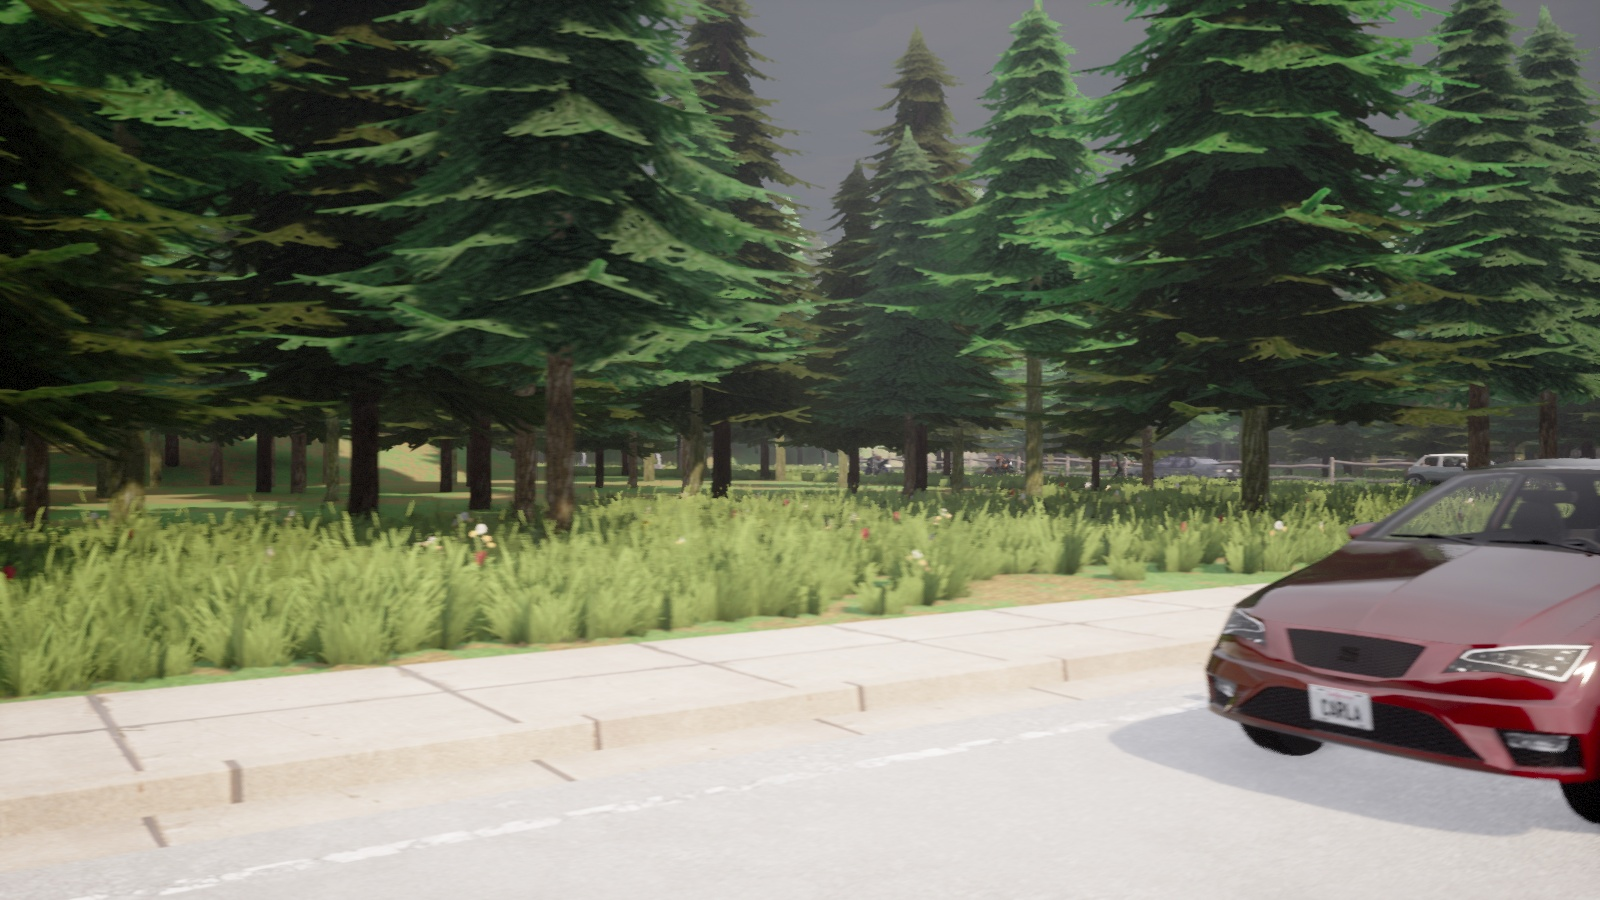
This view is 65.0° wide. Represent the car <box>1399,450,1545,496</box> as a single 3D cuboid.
[{"bbox_3d":[22.310,0.731,41.815,1.970,1.475,3.806,0,0,-32],"label":"car"}]

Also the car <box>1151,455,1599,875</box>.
[{"bbox_3d":[3.894,0.766,6.377,4.193,1.474,1.816,0,0,-35],"label":"car"}]

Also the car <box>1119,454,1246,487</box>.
[{"bbox_3d":[17.014,0.868,56.109,2.033,1.411,5.357,0,0,-34],"label":"car"}]

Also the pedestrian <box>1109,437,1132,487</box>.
[{"bbox_3d":[12.497,0.471,48.950,0.423,1.949,0.788,0,0,-32],"label":"pedestrian"}]

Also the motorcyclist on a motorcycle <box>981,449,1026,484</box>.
[{"bbox_3d":[9.807,0.797,60.599,0.766,1.649,2.350,0,0,-34],"label":"motorcyclist on a motorcycle"}]

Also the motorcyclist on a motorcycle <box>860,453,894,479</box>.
[{"bbox_3d":[4.567,0.928,74.710,0.866,1.530,2.191,0,0,-35],"label":"motorcyclist on a motorcycle"}]
